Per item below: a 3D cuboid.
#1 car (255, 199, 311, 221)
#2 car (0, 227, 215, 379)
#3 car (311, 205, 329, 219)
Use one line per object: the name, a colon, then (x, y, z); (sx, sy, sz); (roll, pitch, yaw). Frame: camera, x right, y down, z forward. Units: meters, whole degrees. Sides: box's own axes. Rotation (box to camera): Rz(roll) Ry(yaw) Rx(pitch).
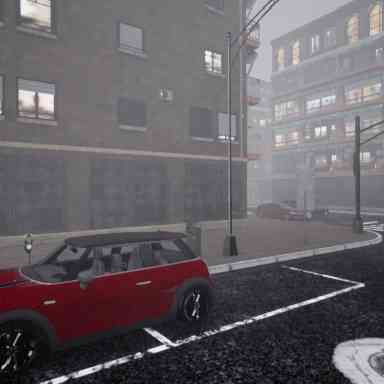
car: (6.831, 1.473, 26.206); (1.802, 1.307, 4.206); (0, 0, -35)
car: (-1.662, 1.440, 5.432); (4.097, 1.590, 1.967); (0, 0, -35)
car: (8.918, 1.347, 27.726); (1.882, 1.535, 5.008); (-1, 1, -35)
